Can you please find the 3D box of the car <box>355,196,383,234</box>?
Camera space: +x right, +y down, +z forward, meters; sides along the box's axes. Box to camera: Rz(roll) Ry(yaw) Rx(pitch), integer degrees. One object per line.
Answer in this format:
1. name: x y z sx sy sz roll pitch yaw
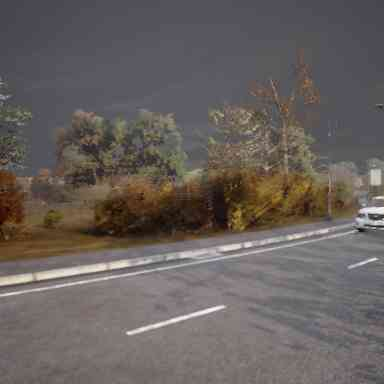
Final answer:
1. car: 11.112 1.234 18.700 2.150 2.045 5.566 0 0 44
